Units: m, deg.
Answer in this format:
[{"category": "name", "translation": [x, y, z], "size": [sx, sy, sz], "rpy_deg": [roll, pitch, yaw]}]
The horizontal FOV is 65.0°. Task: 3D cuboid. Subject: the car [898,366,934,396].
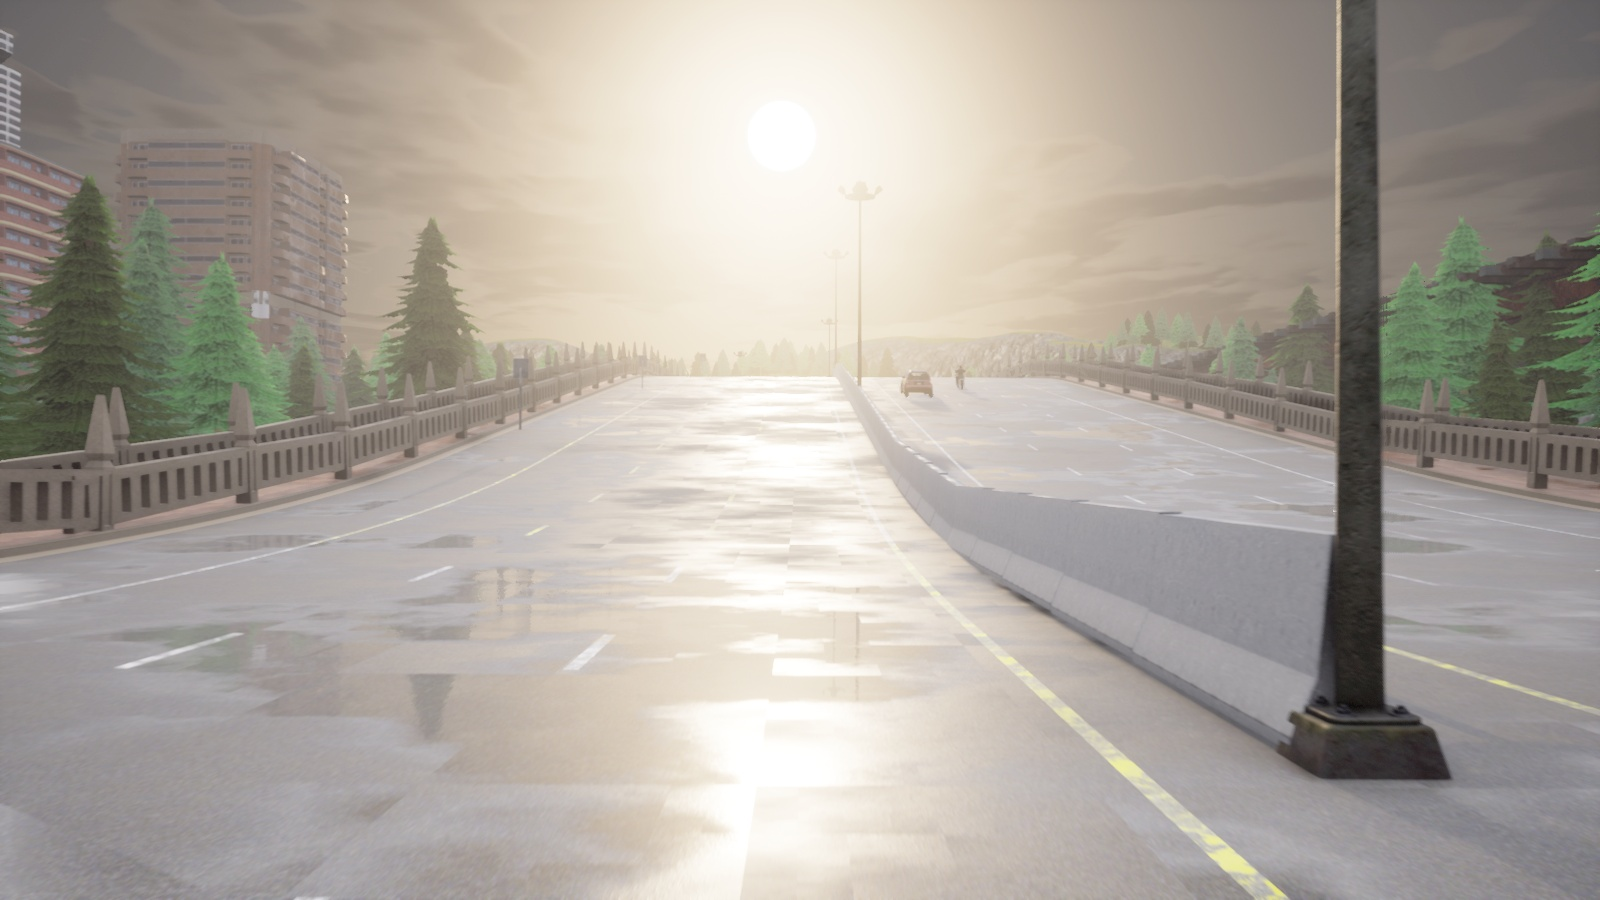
[{"category": "car", "translation": [7.083, -4.271, 77.228], "size": [1.851, 1.617, 3.988], "rpy_deg": [0, 6, 0]}]
